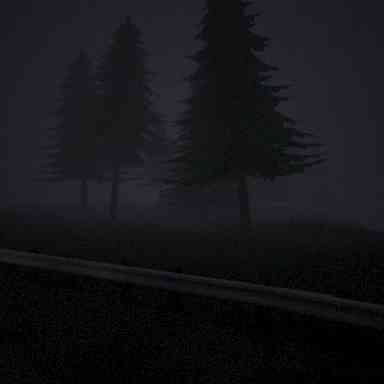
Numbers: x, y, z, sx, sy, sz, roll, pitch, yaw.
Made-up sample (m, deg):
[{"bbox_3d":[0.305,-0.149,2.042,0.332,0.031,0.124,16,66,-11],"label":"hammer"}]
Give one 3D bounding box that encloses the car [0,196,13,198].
[{"bbox_3d":[-39.155,1.478,69.335,1.882,1.535,5.008,0,0,5],"label":"car"}]
